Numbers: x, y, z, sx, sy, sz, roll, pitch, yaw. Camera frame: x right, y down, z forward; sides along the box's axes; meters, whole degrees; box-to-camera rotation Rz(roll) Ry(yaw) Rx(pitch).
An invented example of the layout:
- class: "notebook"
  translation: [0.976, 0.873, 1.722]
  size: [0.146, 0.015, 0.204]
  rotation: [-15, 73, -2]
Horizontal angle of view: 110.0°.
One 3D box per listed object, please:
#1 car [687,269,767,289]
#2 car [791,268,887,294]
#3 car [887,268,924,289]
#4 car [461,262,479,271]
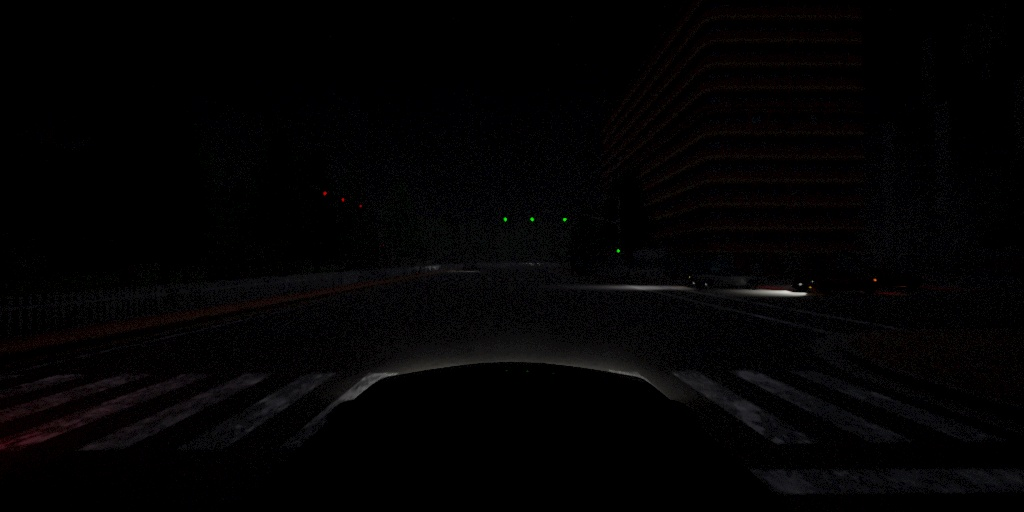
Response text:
- class: "car"
  translation: [15.191, 1.618, 25.585]
  size: [4.718, 1.301, 1.895]
  rotation: [0, -1, 2]
- class: "car"
  translation: [19.709, 1.550, 22.021]
  size: [4.181, 1.385, 1.994]
  rotation: [0, -1, 1]
- class: "car"
  translation: [26.331, 1.542, 25.493]
  size: [4.674, 1.442, 1.812]
  rotation: [0, -1, 1]
- class: "car"
  translation: [-7.091, 1.851, 61.508]
  size: [1.812, 1.442, 4.674]
  rotation: [0, 1, 12]
